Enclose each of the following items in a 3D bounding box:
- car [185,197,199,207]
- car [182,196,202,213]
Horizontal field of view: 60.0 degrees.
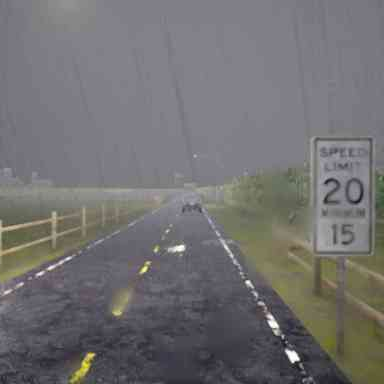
[{"bbox_3d":[0.007,1.437,48.017,1.994,1.385,4.181,0,0,1],"label":"car"},{"bbox_3d":[-0.007,1.260,36.066,2.097,1.767,4.553,0,0,0],"label":"car"}]
